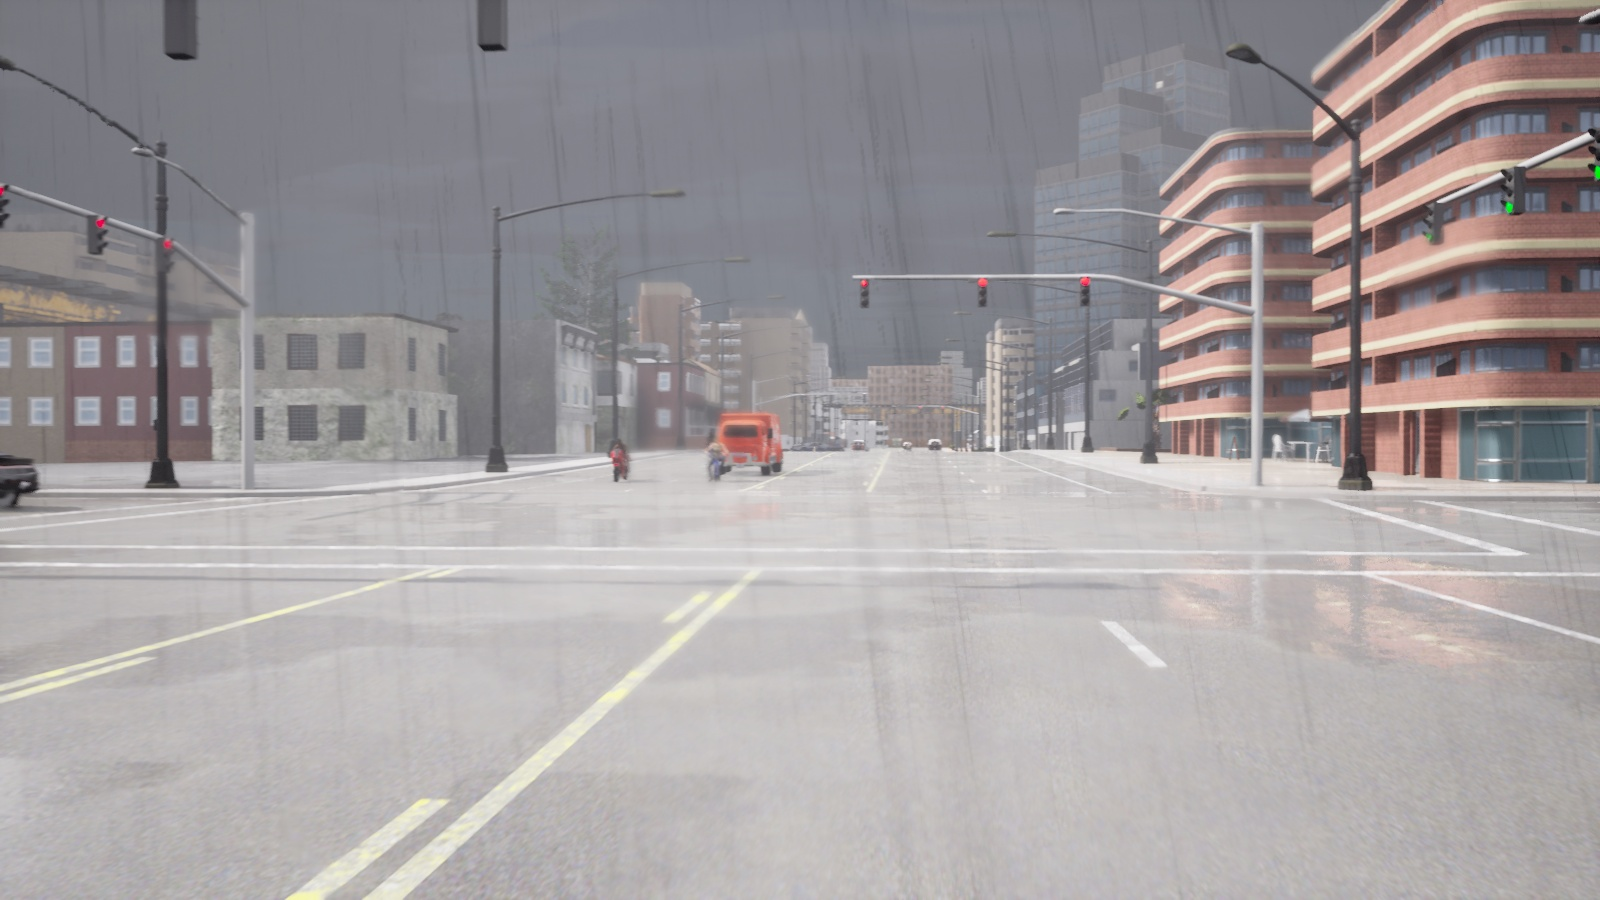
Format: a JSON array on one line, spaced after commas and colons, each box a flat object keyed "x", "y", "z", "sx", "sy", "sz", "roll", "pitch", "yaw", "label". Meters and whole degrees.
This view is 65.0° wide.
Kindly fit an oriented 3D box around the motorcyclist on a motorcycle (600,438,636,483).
[{"x": -6.349, "y": 0.347, "z": 43.925, "sx": 0.797, "sy": 1.523, "sz": 2.044, "roll": 0, "pitch": 1, "yaw": 5, "label": "motorcyclist on a motorcycle"}]

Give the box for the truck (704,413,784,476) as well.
[{"x": -2.216, "y": -0.269, "z": 51.535, "sx": 2.627, "sy": 2.467, "sz": 5.204, "roll": 0, "pitch": 1, "yaw": 5, "label": "truck"}]

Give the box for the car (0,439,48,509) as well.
[{"x": -19.731, "y": 0.513, "z": 27.856, "sx": 4.902, "sy": 1.511, "sz": 2.128, "roll": 0, "pitch": 0, "yaw": 4, "label": "car"}]
